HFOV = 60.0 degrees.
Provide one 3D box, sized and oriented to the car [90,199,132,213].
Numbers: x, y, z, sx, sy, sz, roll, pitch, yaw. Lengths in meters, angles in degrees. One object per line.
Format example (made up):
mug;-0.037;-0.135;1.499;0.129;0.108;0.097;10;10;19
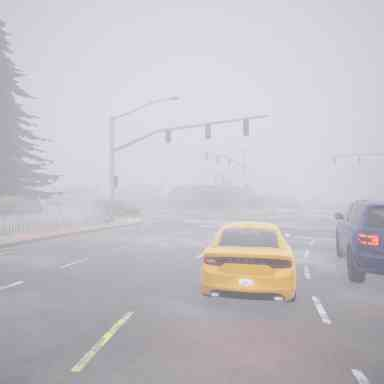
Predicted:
car;-9.322;1.560;38.132;4.892;1.490;1.837;0;0;32

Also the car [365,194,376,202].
car;42.809;1.355;79.739;2.097;1.767;4.553;0;0;31

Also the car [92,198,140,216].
car;-7.255;1.560;32.715;4.892;1.490;1.837;0;0;34

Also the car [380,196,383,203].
car;40.485;1.540;69.234;2.033;1.411;5.357;0;0;31

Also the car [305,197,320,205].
car;20.855;1.526;57.404;1.812;1.442;4.674;0;0;32

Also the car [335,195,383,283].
car;5.453;1.221;9.459;2.150;2.045;5.566;0;0;19

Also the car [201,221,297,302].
car;1.490;1.478;8.426;1.882;1.535;5.008;0;0;12

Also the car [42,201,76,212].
car;-15.106;1.581;37.607;4.674;1.442;1.812;0;0;32

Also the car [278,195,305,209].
car;13.332;1.547;45.166;2.033;1.411;5.357;0;0;31

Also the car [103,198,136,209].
car;-10.277;1.581;47.167;4.674;1.442;1.812;0;0;32

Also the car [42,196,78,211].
car;-17.048;1.407;42.941;4.553;1.767;2.097;0;0;32
